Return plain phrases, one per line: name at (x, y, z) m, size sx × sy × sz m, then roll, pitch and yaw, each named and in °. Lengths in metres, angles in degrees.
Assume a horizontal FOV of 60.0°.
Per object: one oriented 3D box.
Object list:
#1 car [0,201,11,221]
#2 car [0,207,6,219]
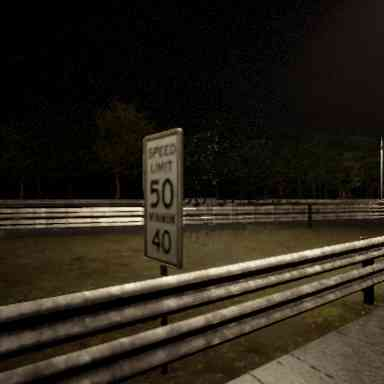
car at (-15.871, 1.392, 24.598) m, size 4.181 × 1.385 × 1.994 m, roll 0°, pitch 0°, yaw -21°
car at (-13.288, 1.288, 18.093) m, size 5.008 × 1.535 × 1.882 m, roll 0°, pitch 0°, yaw -21°
